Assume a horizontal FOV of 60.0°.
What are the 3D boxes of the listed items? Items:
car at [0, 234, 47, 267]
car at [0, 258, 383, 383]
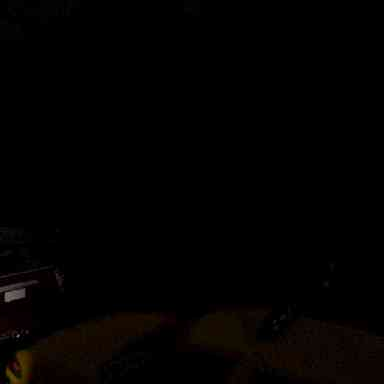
[{"bbox_3d":[-3.963,1.408,5.631,4.097,1.590,1.967,0,0,35],"label":"car"},{"bbox_3d":[0.394,1.520,2.528,4.829,1.417,1.752,0,0,35],"label":"car"}]
